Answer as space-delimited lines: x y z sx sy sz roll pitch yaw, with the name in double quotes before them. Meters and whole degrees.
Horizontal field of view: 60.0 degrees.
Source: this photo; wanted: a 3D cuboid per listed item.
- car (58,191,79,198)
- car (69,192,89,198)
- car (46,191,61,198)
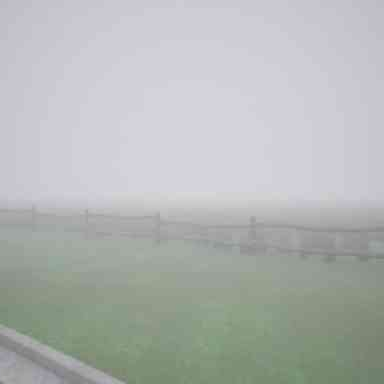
"car" -32.398 1.202 87.847 1.882 1.535 5.008 0 0 12
"car" -29.123 1.279 86.431 1.994 1.385 4.181 0 0 12
"car" -35.820 1.217 88.584 1.837 1.490 4.892 0 0 12
